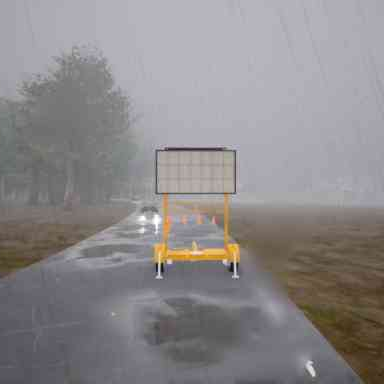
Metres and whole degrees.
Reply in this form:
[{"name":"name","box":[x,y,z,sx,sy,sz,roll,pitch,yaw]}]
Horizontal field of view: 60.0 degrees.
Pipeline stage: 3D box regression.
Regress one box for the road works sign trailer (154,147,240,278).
[{"name":"road works sign trailer","box":[0.109,0.464,10.097,2.380,3.560,2.880,0,0,-1]}]

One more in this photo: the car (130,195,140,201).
[{"name":"car","box":[-14.719,1.611,85.813,1.882,1.535,5.008,0,-1,-17]}]

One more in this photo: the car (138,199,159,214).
[{"name":"car","box":[-4.482,1.605,35.422,1.895,1.301,4.718,0,0,-6]}]
